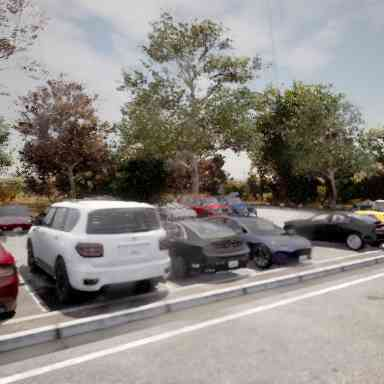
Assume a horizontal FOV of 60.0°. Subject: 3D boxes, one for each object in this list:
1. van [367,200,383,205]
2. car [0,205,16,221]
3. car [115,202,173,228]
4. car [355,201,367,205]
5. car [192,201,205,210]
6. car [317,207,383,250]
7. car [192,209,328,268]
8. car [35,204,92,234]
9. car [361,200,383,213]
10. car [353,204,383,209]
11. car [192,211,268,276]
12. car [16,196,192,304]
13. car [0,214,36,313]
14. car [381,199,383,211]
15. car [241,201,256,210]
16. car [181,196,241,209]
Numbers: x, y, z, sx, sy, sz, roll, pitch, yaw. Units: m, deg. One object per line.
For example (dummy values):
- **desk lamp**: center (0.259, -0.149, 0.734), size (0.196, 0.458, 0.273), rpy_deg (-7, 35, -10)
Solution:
- **van**: center (13.362, 1.470, 19.893), size (1.878, 1.987, 4.442), rpy_deg (1, 0, -36)
- **car**: center (-10.366, 1.523, 19.090), size (2.163, 1.488, 4.792), rpy_deg (1, 0, -36)
- **car**: center (-3.589, 1.571, 23.975), size (2.097, 1.535, 5.008), rpy_deg (1, 0, -36)
- **car**: center (23.596, 1.959, 43.468), size (2.231, 1.521, 4.892), rpy_deg (1, 0, -36)
- **car**: center (-1.428, 1.638, 25.527), size (2.002, 1.452, 4.674), rpy_deg (1, 0, -36)
- **car**: center (6.462, 1.598, 15.086), size (2.097, 1.535, 5.008), rpy_deg (1, 0, -36)
- **car**: center (1.917, 1.571, 11.800), size (2.163, 1.488, 4.792), rpy_deg (1, 0, -36)
- **car**: center (-8.136, 1.547, 20.759), size (2.163, 1.488, 4.792), rpy_deg (1, 0, -36)
- **car**: center (25.965, 1.987, 44.930), size (1.946, 1.575, 5.366), rpy_deg (1, 0, -36)
- **car**: center (8.626, 1.627, 16.872), size (1.946, 1.575, 5.366), rpy_deg (1, 0, -36)
- **car**: center (-0.371, 1.517, 10.191), size (2.231, 1.521, 4.892), rpy_deg (1, 0, -36)
- **car**: center (-2.670, 1.240, 8.584), size (2.435, 2.045, 5.566), rpy_deg (1, 0, -36)
- **car**: center (-4.932, 1.468, 6.923), size (2.097, 1.535, 5.008), rpy_deg (1, 0, -36)
- **car**: center (30.351, 1.930, 48.339), size (2.185, 1.767, 4.553), rpy_deg (1, 0, -36)
- **car**: center (3.117, 1.410, 28.752), size (2.435, 2.045, 5.566), rpy_deg (1, 0, -36)
- **car**: center (0.954, 1.379, 27.201), size (2.435, 2.045, 5.566), rpy_deg (1, 0, -36)
